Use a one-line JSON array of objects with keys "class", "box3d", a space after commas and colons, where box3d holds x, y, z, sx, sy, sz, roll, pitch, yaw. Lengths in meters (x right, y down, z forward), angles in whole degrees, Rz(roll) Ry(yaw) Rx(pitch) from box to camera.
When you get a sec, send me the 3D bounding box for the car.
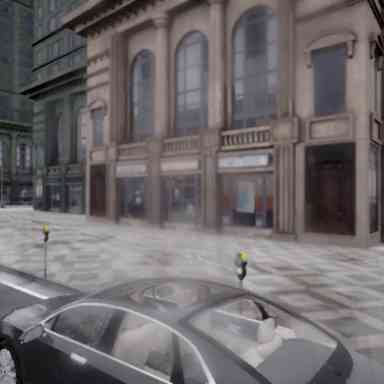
[{"class": "car", "box3d": [-0.423, 1.570, 3.346, 4.403, 1.369, 2.008, 0, -1, 39]}]
